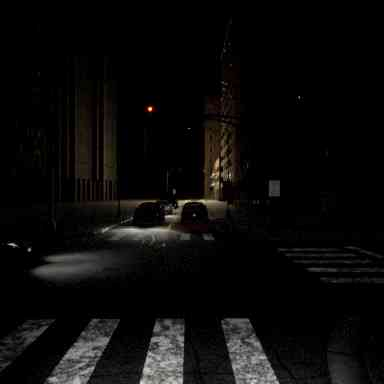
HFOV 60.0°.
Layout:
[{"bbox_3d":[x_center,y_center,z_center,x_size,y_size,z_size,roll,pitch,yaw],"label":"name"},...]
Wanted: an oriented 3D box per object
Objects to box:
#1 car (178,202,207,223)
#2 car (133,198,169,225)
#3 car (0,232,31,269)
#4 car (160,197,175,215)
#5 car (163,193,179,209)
[{"bbox_3d":[0.168,1.479,25.771,1.882,1.535,5.008,0,0,0],"label":"car"},{"bbox_3d":[-3.052,1.479,24.437,1.882,1.535,5.008,0,0,0],"label":"car"},{"bbox_3d":[-7.343,1.528,9.828,4.674,1.442,1.812,0,0,-14],"label":"car"},{"bbox_3d":[-3.034,1.527,34.401,1.812,1.442,4.674,0,0,0],"label":"car"},{"bbox_3d":[-2.999,1.222,45.111,2.150,2.045,5.566,0,0,1],"label":"car"}]
